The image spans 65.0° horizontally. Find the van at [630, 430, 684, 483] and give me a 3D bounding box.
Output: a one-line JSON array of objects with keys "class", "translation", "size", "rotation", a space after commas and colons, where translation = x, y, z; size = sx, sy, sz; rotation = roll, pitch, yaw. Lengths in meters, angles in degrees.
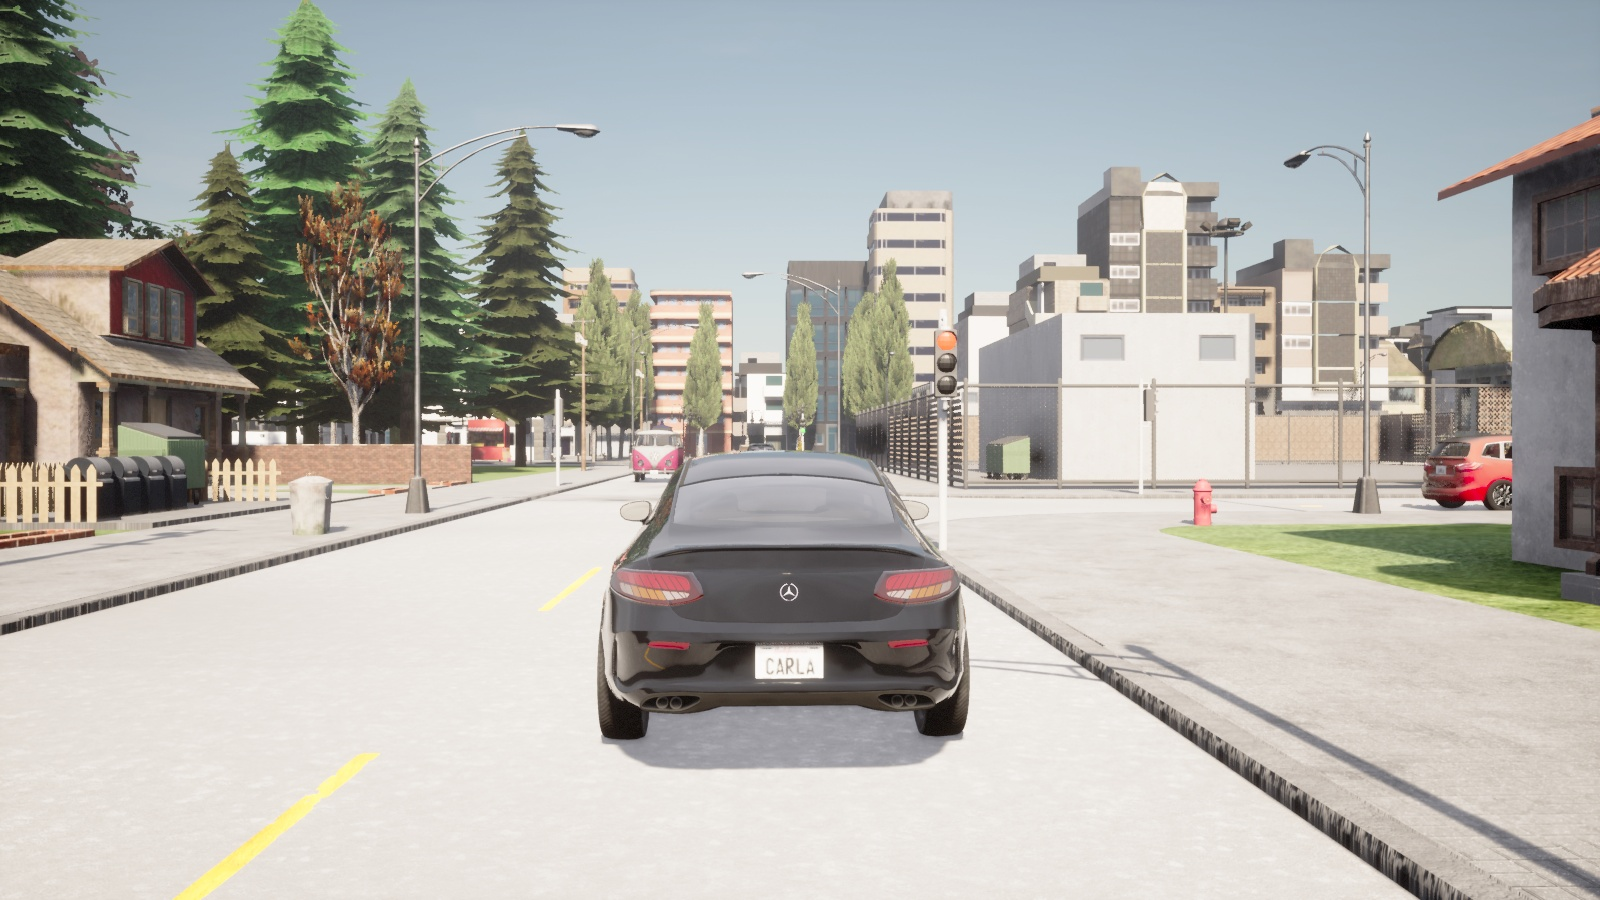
[{"class": "van", "translation": [-5.522, 0.218, 49.039], "size": [1.775, 1.987, 4.442], "rotation": [0, 0, -2]}]

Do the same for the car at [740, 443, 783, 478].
[{"class": "car", "translation": [-1.709, 0.447, 55.189], "size": [1.816, 1.474, 4.193], "rotation": [0, 0, -2]}]

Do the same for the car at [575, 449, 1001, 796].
[{"class": "car", "translation": [-0.142, 0.729, 7.674], "size": [1.812, 1.442, 4.674], "rotation": [0, 0, -2]}]

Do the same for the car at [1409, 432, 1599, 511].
[{"class": "car", "translation": [16.205, 0.448, 27.524], "size": [4.611, 1.667, 2.242], "rotation": [0, 0, -2]}]

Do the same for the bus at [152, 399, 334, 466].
[{"class": "bus", "translation": [-36.830, -1.130, 83.327], "size": [10.273, 4.253, 3.944], "rotation": [1, 0, -2]}]
